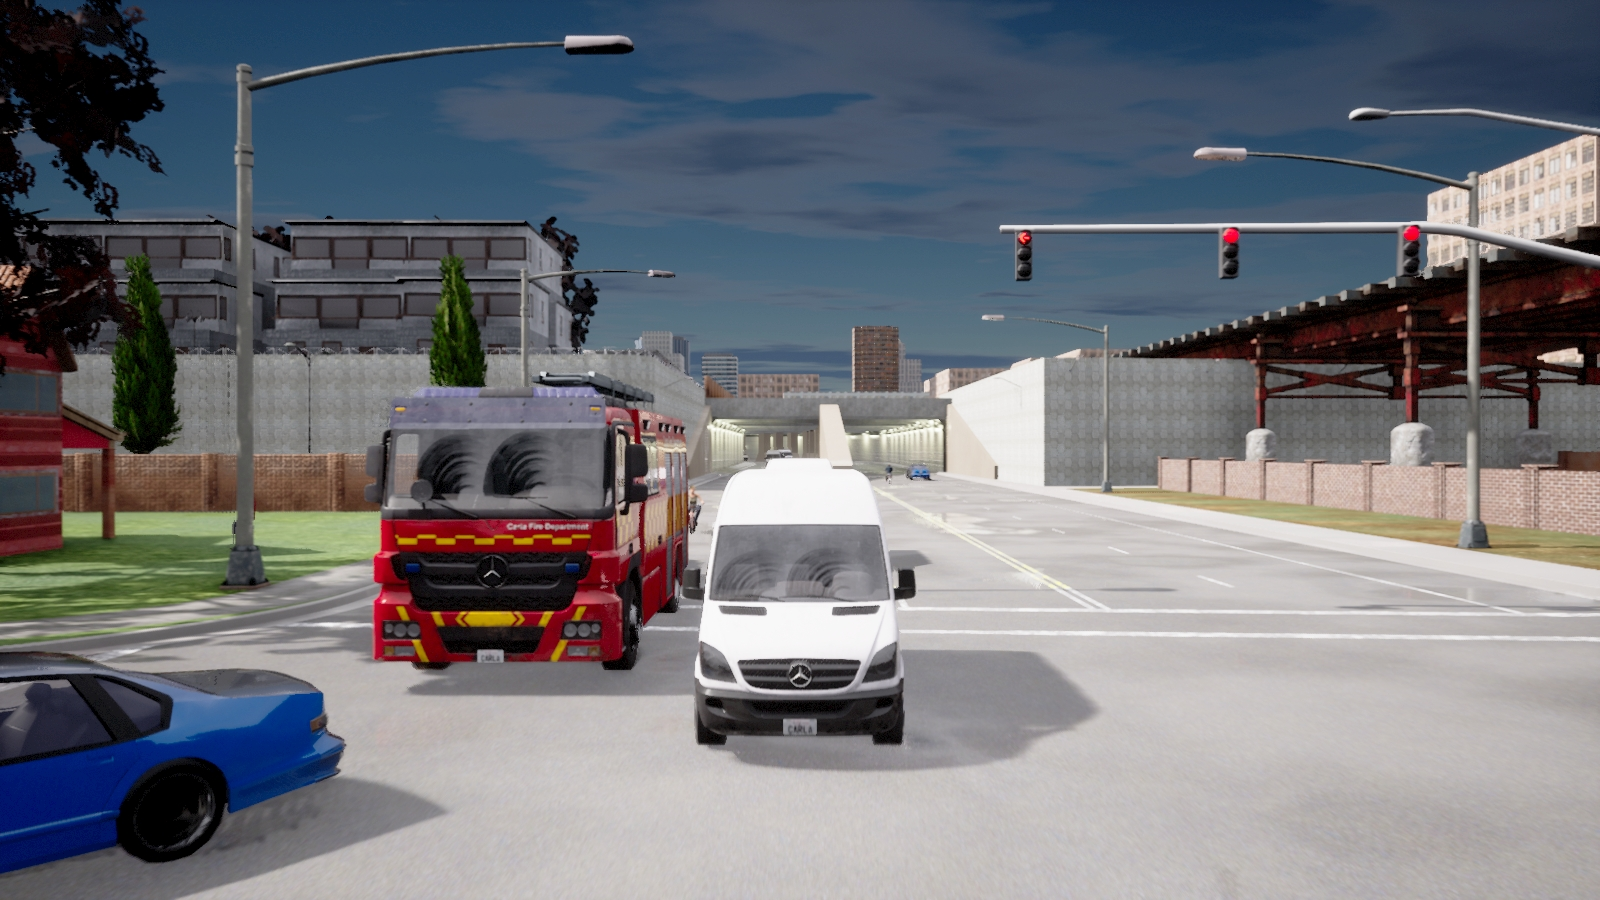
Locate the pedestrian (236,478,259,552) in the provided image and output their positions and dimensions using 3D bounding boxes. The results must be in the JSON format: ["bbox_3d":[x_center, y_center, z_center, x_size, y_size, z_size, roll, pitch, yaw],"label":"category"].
[{"bbox_3d":[-14.218,1.669,29.389,0.375,1.860,0.375,0,0,19],"label":"pedestrian"}]

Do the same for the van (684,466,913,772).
[{"bbox_3d":[-0.015,1.511,12.869,1.988,2.561,5.915,0,0,0],"label":"van"}]

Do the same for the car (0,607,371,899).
[{"bbox_3d":[-5.786,2.084,7.333,2.033,1.411,5.357,0,0,40],"label":"car"}]

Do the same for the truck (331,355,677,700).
[{"bbox_3d":[-3.744,0.865,16.915,2.891,3.827,8.468,0,0,0],"label":"truck"}]
